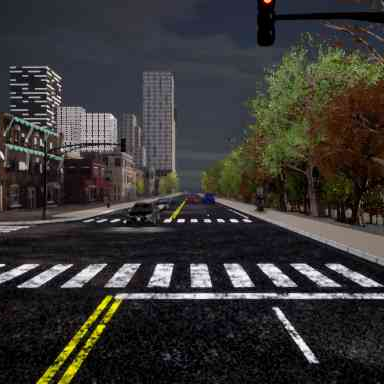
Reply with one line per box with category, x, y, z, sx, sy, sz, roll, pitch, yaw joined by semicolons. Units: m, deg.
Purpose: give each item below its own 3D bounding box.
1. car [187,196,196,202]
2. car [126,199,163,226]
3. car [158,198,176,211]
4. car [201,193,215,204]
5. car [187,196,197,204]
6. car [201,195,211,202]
car;-0.152;1.524;74.141;1.994;1.385;4.181;0;0;0
car;-3.400;1.501;23.574;1.837;1.490;4.892;0;-1;0
car;-3.432;1.478;39.899;2.128;1.511;4.902;0;0;0
car;3.217;1.198;63.808;2.150;2.045;5.566;0;0;0
car;-0.025;1.540;64.189;1.994;1.385;4.181;0;0;-1
car;3.092;1.448;74.383;1.882;1.535;5.008;0;0;0
